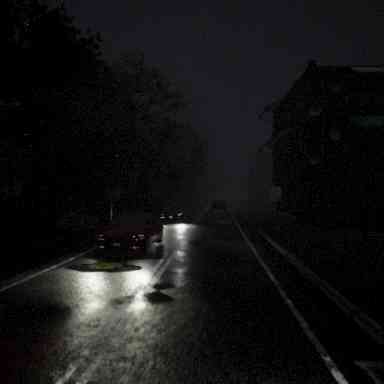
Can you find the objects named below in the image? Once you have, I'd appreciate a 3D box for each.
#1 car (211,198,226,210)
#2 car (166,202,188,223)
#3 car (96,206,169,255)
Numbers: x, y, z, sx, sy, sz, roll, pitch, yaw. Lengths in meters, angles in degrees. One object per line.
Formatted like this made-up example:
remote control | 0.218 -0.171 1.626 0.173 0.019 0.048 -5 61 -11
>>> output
car | 3.684 1.572 45.628 1.882 1.535 5.008 1 1 5
car | -1.382 1.634 27.306 1.837 1.490 4.892 0 0 5
car | -2.413 1.564 14.002 1.882 1.535 5.008 0 0 4
